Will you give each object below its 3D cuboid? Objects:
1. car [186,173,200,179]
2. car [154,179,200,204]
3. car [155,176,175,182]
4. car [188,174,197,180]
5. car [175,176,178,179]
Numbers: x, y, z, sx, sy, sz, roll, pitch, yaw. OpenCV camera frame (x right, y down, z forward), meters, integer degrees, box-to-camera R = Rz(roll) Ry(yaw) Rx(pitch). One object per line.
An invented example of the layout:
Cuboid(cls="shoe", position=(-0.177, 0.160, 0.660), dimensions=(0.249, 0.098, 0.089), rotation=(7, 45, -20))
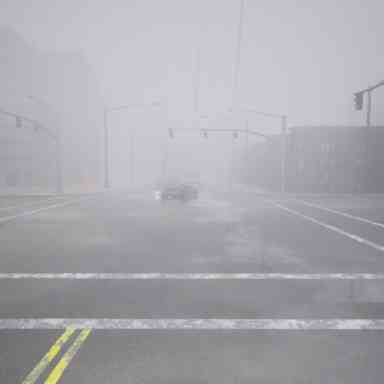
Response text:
Cuboid(cls="car", position=(0.170, -2.112, 53.631), dimensions=(2.150, 2.045, 5.566), rotation=(0, 4, 0))
Cuboid(cls="car", position=(-0.902, 0.014, 26.004), dimensions=(2.128, 1.511, 4.902), rotation=(1, 4, 16))
Cuboid(cls="car", position=(-3.544, -0.946, 41.389), dimensions=(1.994, 1.385, 4.181), rotation=(0, 4, 0))
Cuboid(cls="car", position=(0.105, -3.576, 80.396), dimensions=(1.994, 1.385, 4.181), rotation=(0, 4, 0))
Cuboid(cls="car", position=(-3.527, -1.670, 51.296), dimensions=(1.837, 1.490, 4.892), rotation=(0, 4, 0))
